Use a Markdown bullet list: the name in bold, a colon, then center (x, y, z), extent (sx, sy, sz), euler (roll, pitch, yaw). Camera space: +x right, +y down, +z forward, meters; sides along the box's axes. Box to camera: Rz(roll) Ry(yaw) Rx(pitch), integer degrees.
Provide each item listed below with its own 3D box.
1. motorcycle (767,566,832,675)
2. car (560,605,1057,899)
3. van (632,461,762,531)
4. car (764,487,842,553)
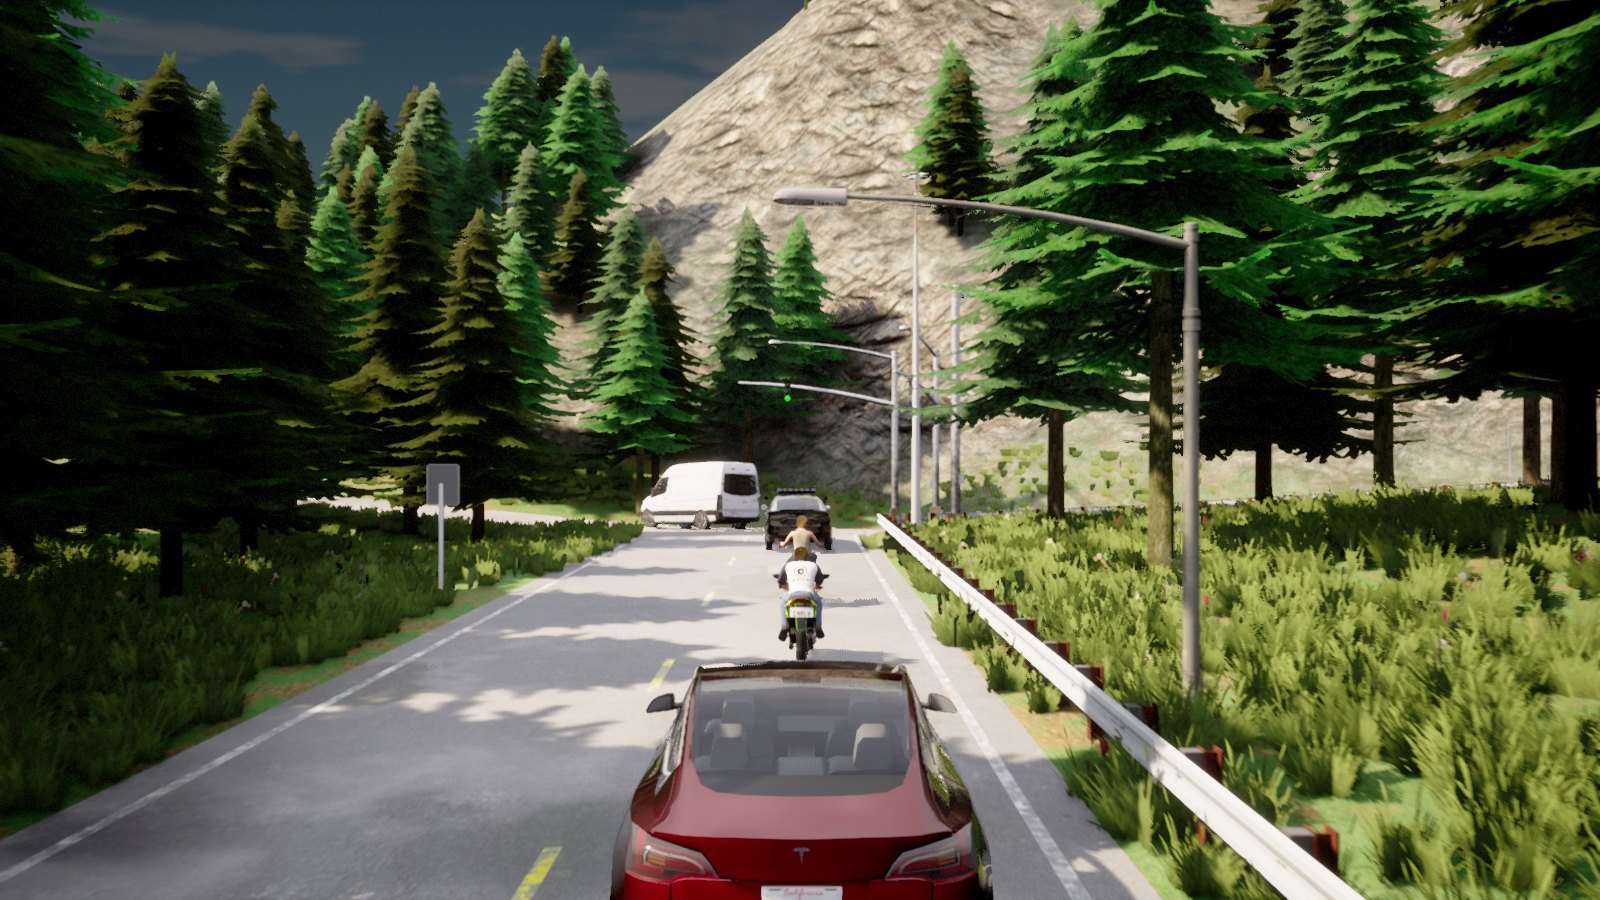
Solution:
- **motorcycle**: center (-0.004, 2.219, 15.172), extent (0.803, 1.145, 2.033), euler (0, 0, 0)
- **car**: center (0.039, 2.066, 7.362), extent (2.163, 1.488, 4.792), euler (0, 0, 0)
- **van**: center (-4.102, 1.848, 44.675), extent (1.988, 2.561, 5.915), euler (4, -5, -40)
- **car**: center (0.004, 1.995, 33.723), extent (2.097, 1.638, 5.238), euler (0, 0, -2)
